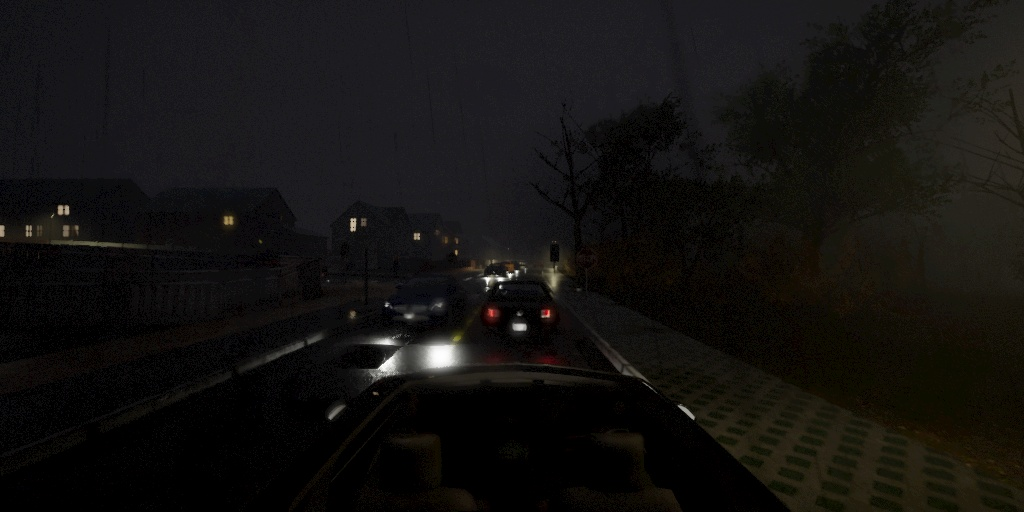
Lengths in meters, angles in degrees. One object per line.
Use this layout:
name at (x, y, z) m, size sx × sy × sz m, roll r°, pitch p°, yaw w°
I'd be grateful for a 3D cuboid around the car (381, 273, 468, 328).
car at (-2.573, 1.290, 11.565) m, size 1.812 × 1.442 × 4.674 m, roll 0°, pitch 0°, yaw 2°

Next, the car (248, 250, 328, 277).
car at (-14.047, 0.505, 22.476) m, size 4.553 × 1.767 × 2.097 m, roll 3°, pitch 0°, yaw 1°

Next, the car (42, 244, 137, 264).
car at (-26.604, 0.035, 22.730) m, size 5.008 × 1.535 × 1.882 m, roll 2°, pitch 0°, yaw 1°

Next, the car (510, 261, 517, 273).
car at (-0.826, 1.363, 45.967) m, size 1.882 × 1.535 × 5.008 m, roll 0°, pitch -1°, yaw 5°

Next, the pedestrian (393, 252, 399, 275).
pedestrian at (-9.181, 0.567, 28.241) m, size 0.375 × 1.860 × 0.375 m, roll 0°, pitch -3°, yaw 1°

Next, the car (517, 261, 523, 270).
car at (0.188, 1.490, 56.115) m, size 1.812 × 1.442 × 4.674 m, roll 0°, pitch 0°, yaw 7°

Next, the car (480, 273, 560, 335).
car at (0.218, 1.363, 10.533) m, size 1.895 × 1.301 × 4.718 m, roll 0°, pitch 0°, yaw 1°

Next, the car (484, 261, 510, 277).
car at (-1.613, 1.395, 36.185) m, size 1.994 × 1.385 × 4.181 m, roll 0°, pitch 0°, yaw 3°
